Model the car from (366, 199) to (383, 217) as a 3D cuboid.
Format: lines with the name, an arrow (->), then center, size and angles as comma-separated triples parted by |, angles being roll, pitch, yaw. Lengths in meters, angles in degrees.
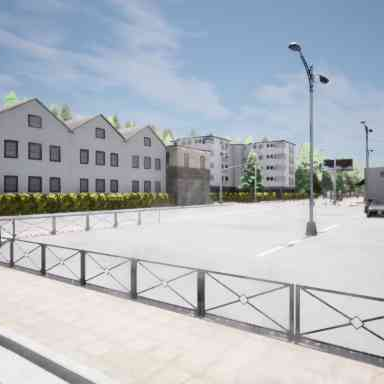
car -> 15.381, 1.298, 26.840 | 2.007, 1.523, 4.514 | 0, 0, 35
